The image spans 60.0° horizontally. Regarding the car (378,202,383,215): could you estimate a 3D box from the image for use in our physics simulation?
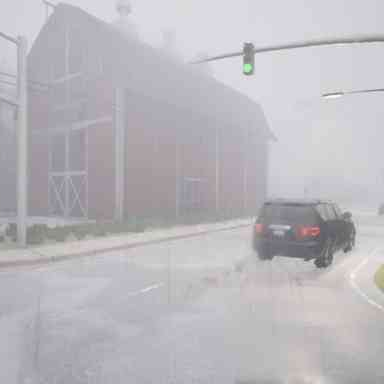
[{"bbox_3d":[19.776,1.550,32.990,1.812,1.442,4.674,0,0,36],"label":"car"}]

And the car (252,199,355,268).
[{"bbox_3d":[4.095,1.266,11.679,2.150,2.045,5.566,0,0,36],"label":"car"}]
